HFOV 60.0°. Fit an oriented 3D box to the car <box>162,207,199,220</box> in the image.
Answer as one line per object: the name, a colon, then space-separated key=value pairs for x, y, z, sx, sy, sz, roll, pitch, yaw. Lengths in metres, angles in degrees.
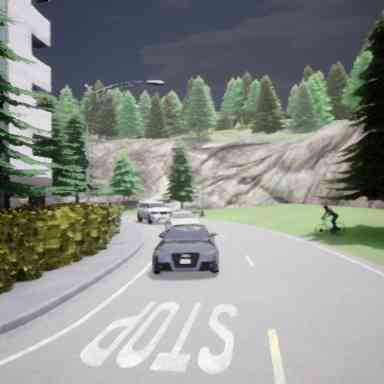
car: x=-0.627 y=1.952 z=21.396 sx=1.812 sy=1.442 sz=4.674 roll=-1 pitch=-1 yaw=-11

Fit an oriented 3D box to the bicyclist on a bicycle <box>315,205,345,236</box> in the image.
bicyclist on a bicycle: x=7.214 y=1.504 z=17.463 sx=1.656 sy=1.620 sz=0.582 roll=-4 pitch=1 yaw=-4

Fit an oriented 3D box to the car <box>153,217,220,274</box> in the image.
car: x=-0.117 y=1.801 z=11.338 sx=1.994 sy=1.385 sz=4.181 roll=-1 pitch=-1 yaw=2

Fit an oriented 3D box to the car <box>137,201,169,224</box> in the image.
car: x=-3.606 y=1.895 z=31.664 sx=2.150 sy=2.045 sz=5.566 roll=-1 pitch=-1 yaw=-25
